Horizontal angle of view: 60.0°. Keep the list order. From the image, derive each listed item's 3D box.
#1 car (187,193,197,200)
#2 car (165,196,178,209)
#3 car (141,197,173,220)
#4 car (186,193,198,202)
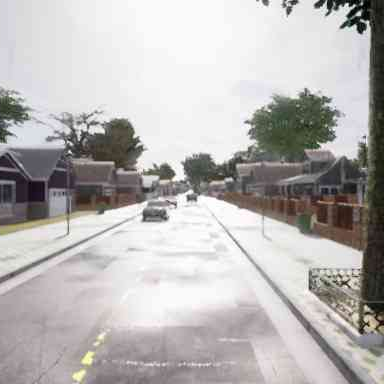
[{"bbox_3d":[-0.042,0.918,72.750,2.128,1.511,4.902,0,0,0],"label":"car"},{"bbox_3d":[-2.774,1.198,41.792,1.812,1.442,4.674,0,0,0],"label":"car"},{"bbox_3d":[-2.774,1.367,26.200,1.837,1.490,4.892,0,0,0],"label":"car"},{"bbox_3d":[-0.035,0.940,62.656,2.097,1.767,4.553,0,0,0],"label":"car"}]
